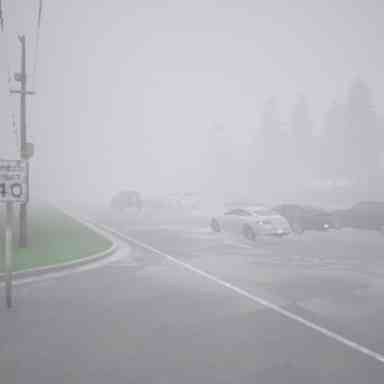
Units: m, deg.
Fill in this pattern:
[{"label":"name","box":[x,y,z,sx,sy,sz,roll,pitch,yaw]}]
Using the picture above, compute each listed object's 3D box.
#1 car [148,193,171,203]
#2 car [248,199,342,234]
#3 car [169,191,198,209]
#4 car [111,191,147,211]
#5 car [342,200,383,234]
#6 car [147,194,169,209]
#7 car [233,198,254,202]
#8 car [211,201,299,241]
[{"label":"car","box":[-5.467,1.001,55.554,2.128,1.511,4.902,0,1,-27]},{"label":"car","box":[5.427,1.366,18.337,1.837,1.490,4.892,0,1,-27]},{"label":"car","box":[-1.317,0.880,39.519,2.150,2.045,5.566,0,1,-27]},{"label":"car","box":[-6.986,0.899,35.213,2.150,2.045,5.566,0,1,-27]},{"label":"car","box":[9.583,1.230,17.865,2.097,1.767,4.553,0,1,-27]},{"label":"car","box":[-4.692,1.221,38.442,1.994,1.385,4.181,0,1,-27]},{"label":"car","box":[5.349,1.274,34.063,2.033,1.411,5.357,0,1,-27]},{"label":"car","box":[2.658,1.397,16.054,1.812,1.442,4.674,0,1,-27]}]
